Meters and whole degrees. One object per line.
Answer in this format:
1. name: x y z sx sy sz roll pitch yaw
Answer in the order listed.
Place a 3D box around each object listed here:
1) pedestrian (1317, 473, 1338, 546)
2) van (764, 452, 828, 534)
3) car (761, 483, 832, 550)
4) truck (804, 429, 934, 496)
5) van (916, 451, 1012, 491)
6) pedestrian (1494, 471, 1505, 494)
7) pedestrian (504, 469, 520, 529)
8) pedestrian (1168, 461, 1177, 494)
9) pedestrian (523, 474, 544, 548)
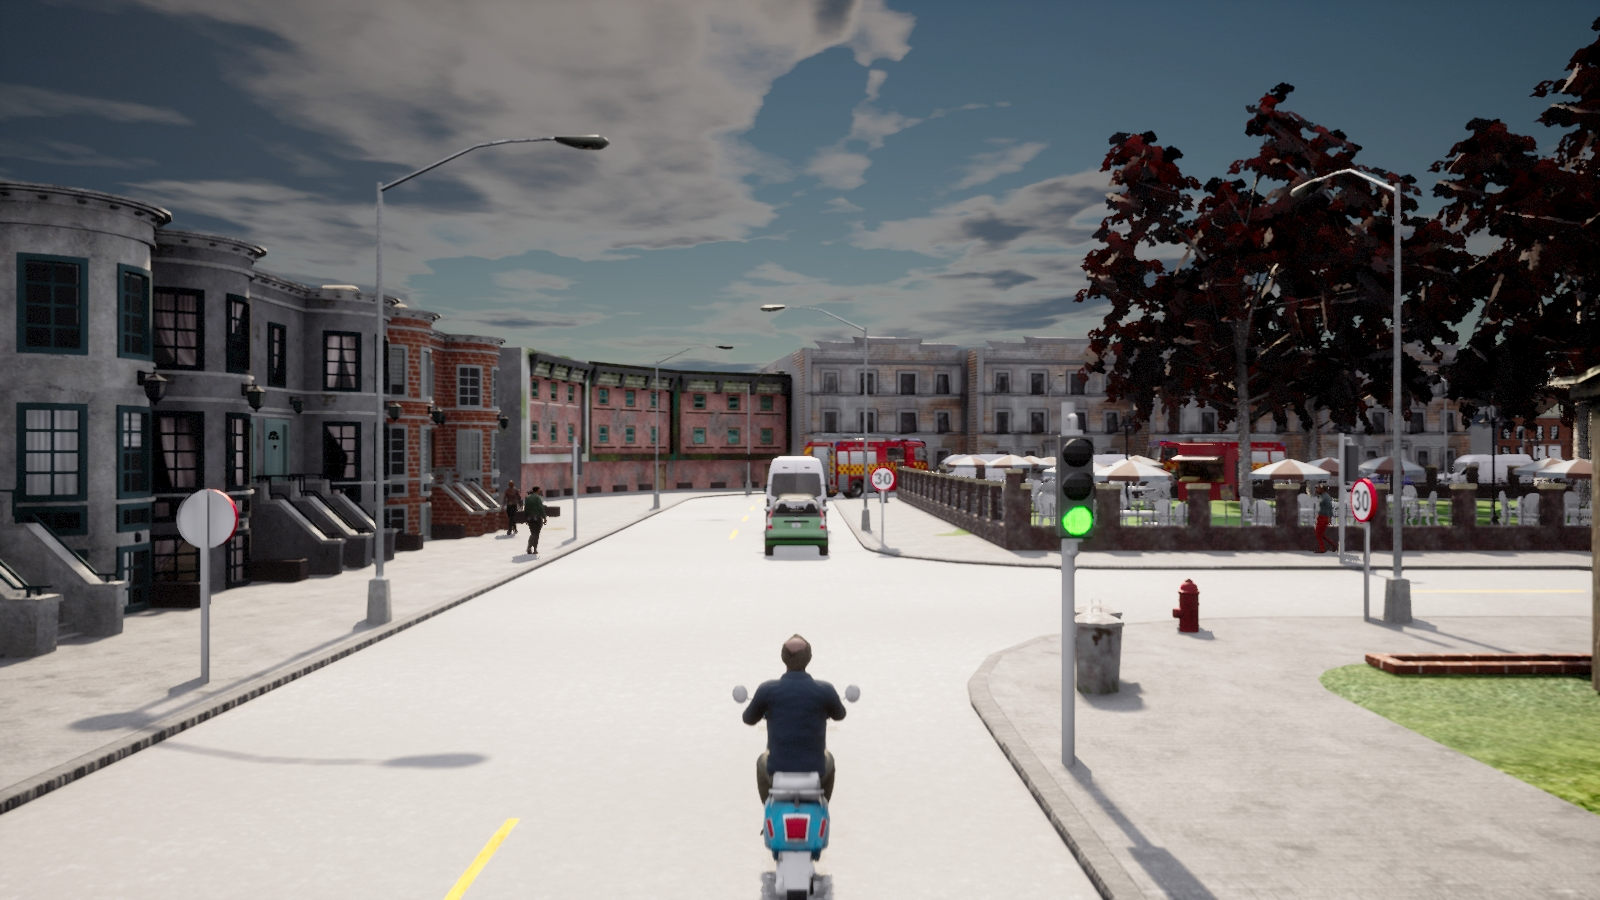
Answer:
1. pedestrian: 13.639 1.537 29.559 0.375 1.860 0.375 0 0 1
2. van: -0.134 1.341 38.604 1.988 2.561 5.915 0 0 0
3. car: -0.107 1.801 31.902 1.851 1.617 3.988 0 0 0
4. truck: 4.318 0.718 69.757 8.468 3.827 2.891 0 0 -43
5. van: 10.574 1.363 73.955 5.915 2.561 1.988 0 0 0
6. pedestrian: 39.990 1.848 65.302 0.375 1.300 0.375 0 0 0
7. pedestrian: -9.097 1.549 36.095 0.375 1.860 0.375 0 0 3
8. pedestrian: 21.270 1.566 65.240 0.375 1.860 0.375 0 0 0
9. pedestrian: -6.809 1.544 29.180 0.375 1.860 0.375 0 0 22
